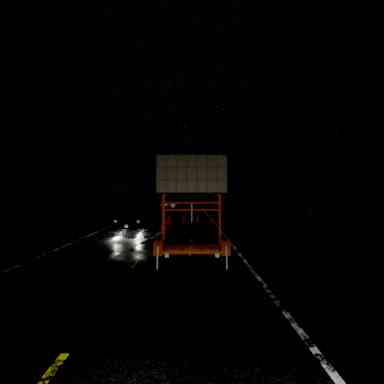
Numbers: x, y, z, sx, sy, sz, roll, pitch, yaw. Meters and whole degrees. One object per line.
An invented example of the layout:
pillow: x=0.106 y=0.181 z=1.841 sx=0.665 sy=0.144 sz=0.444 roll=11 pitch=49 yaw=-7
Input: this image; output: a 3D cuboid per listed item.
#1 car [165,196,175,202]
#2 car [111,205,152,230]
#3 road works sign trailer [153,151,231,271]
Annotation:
car: x=-4.250 y=1.480 z=61.425 sx=1.882 sy=1.535 sz=5.008 roll=0 pitch=0 yaw=-1
car: x=-3.696 y=1.546 z=21.308 sx=2.033 sy=1.411 sz=5.357 roll=0 pitch=0 yaw=0
road works sign trailer: x=-0.009 y=0.463 z=10.937 sx=2.380 sy=3.560 sz=2.880 roll=0 pitch=0 yaw=-1
